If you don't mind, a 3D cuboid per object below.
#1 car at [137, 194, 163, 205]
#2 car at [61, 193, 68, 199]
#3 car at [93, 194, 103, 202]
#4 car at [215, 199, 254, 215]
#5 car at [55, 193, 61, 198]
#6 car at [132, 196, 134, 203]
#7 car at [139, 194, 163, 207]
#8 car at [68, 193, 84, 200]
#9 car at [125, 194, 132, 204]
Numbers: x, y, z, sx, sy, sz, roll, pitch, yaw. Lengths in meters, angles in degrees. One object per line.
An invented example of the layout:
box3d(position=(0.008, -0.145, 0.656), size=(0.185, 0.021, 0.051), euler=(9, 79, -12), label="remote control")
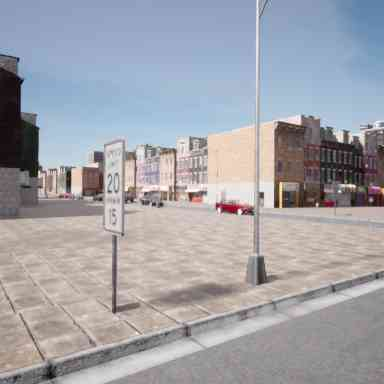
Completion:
box3d(position=(-6.366, 1.149, 50.356), size=(1.837, 1.490, 4.892), euler=(1, 0, -35), label="car")
box3d(position=(-27.670, 0.925, 75.839), size=(1.887, 1.381, 4.507), euler=(1, 0, -35), label="car")
box3d(position=(-16.012, 1.041, 58.673), size=(1.812, 1.442, 4.674), euler=(1, 0, -35), label="car")
box3d(position=(4.046, 1.368, 30.982), size=(1.887, 1.381, 4.507), euler=(1, 0, -35), label="car")
box3d(position=(-30.842, 0.893, 80.326), size=(1.887, 1.381, 4.507), euler=(1, 0, -35), label="car")
box3d(position=(-11.772, 1.074, 57.912), size=(1.837, 1.490, 4.892), euler=(1, 0, -35), label="car")
box3d(position=(-5.469, 1.230, 44.439), size=(1.947, 1.339, 4.313), euler=(1, 0, -35), label="car")
box3d(position=(-24.499, 0.966, 71.353), size=(2.008, 1.369, 4.403), euler=(1, 0, -35), label="car")
box3d(position=(-11.963, 1.047, 52.962), size=(1.882, 1.535, 5.008), euler=(1, 0, -35), label="car")
